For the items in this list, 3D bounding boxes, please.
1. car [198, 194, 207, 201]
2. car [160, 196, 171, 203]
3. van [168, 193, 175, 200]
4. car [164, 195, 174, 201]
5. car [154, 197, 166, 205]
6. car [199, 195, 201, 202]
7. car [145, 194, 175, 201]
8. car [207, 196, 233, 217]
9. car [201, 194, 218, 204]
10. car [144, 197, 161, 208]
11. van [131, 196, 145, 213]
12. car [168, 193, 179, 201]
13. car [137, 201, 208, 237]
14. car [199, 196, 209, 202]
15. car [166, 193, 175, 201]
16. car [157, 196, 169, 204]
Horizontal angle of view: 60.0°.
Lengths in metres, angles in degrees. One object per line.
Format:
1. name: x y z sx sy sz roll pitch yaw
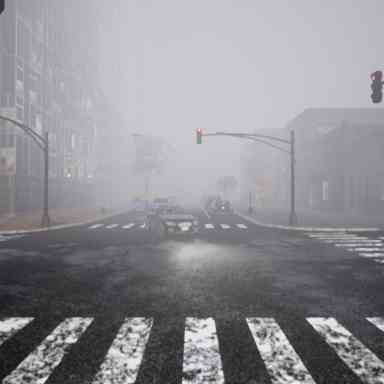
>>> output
1. car: 2.750 1.431 87.879 1.967 1.590 4.097 1 0 0
2. car: -5.641 1.559 70.822 1.947 1.339 4.313 1 0 0
3. van: -5.625 1.331 93.518 1.690 1.788 3.998 1 0 0
4. car: -5.635 1.542 82.170 2.008 1.369 4.403 1 0 0
5. car: -5.647 1.577 59.474 1.802 1.307 4.206 1 0 0
6. car: 2.740 1.309 65.183 2.192 1.841 5.009 1 0 0
7. car: -3.081 1.350 33.039 2.097 1.767 4.553 0 0 0
8. car: 2.721 1.439 31.139 1.967 1.590 4.097 1 0 0
9. car: 2.729 1.312 42.487 2.192 1.841 5.009 1 0 0
10. car: -5.652 1.522 47.956 1.752 1.417 4.829 1 0 0
11. van: -5.654 1.339 36.778 1.690 1.788 3.998 1 0 0
12. car: -3.063 1.348 49.975 2.097 1.767 4.553 0 0 0
13. car: -1.244 1.492 18.192 2.128 1.511 4.902 0 0 -22
14. car: 2.742 1.558 76.531 1.947 1.339 4.313 1 0 0
15. car: -5.628 1.306 87.844 2.192 1.841 5.009 1 0 0
16. car: -5.644 1.560 65.148 1.947 1.339 4.313 1 0 0
